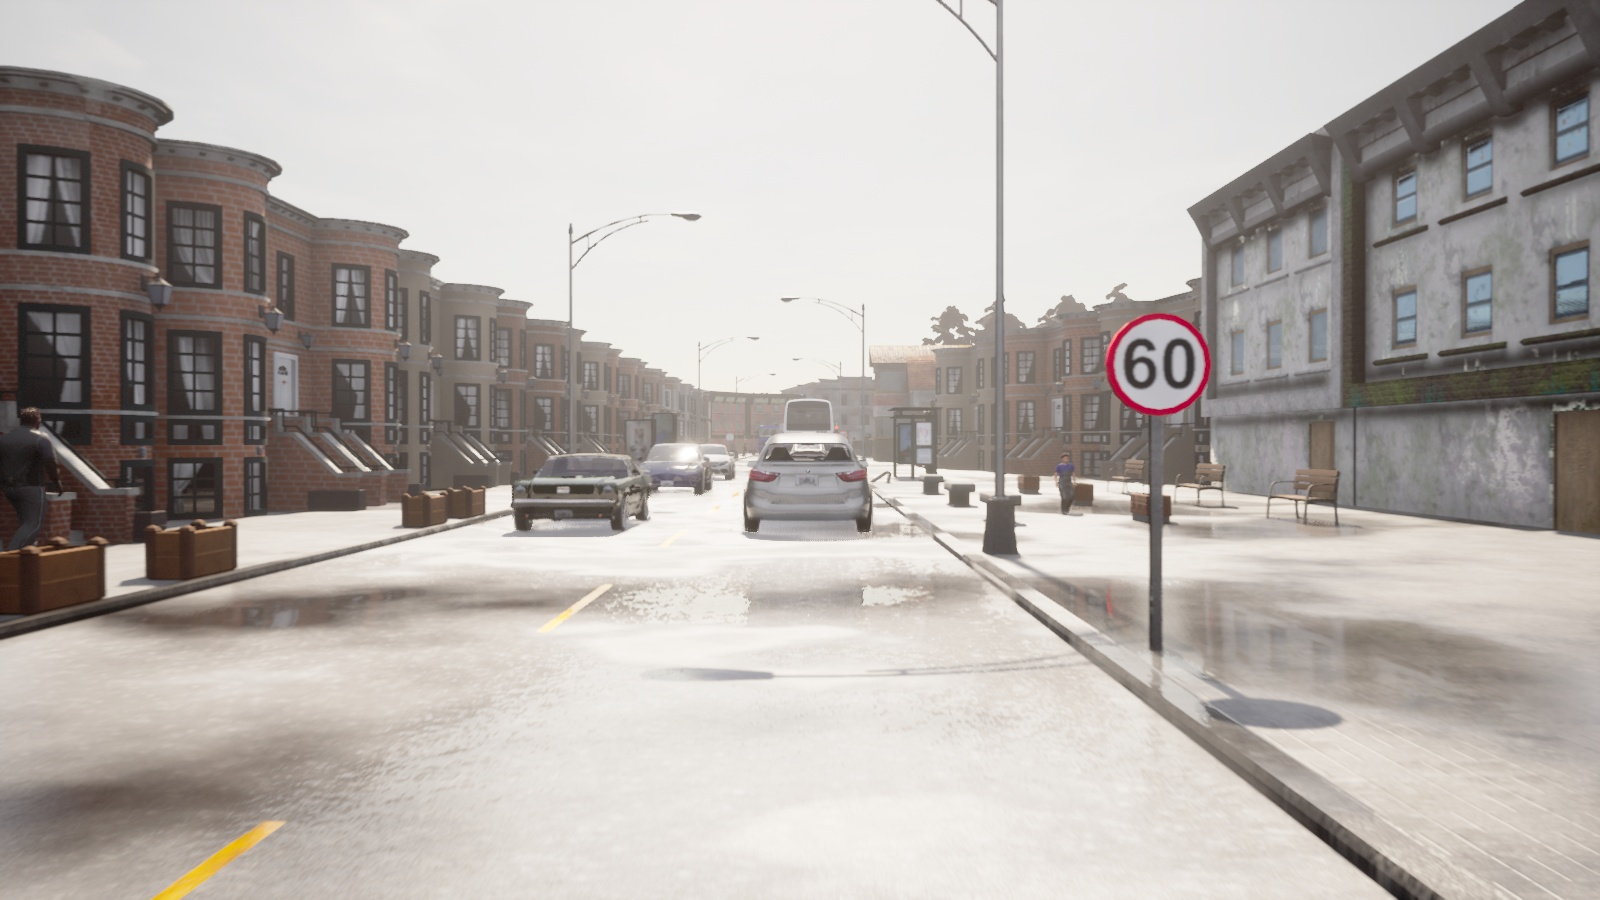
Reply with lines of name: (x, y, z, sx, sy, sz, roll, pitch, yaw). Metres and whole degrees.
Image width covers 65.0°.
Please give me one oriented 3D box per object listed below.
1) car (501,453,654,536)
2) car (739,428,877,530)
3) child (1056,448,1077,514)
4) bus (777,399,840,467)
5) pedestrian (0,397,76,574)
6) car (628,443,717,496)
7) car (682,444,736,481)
car: (-3.859, 0.716, 22.611, 1.895, 1.301, 4.718, 0, 0, 0)
car: (0.143, 0.462, 22.812, 2.242, 1.667, 4.611, 0, 0, 0)
child: (5.207, 0.602, 24.551, 0.270, 1.263, 0.437, 0, 0, -6)
bus: (0.581, -1.100, 83.516, 3.944, 4.253, 10.273, 0, 0, 0)
pedestrian: (-8.506, 0.372, 13.799, 0.563, 1.883, 0.849, 0, 0, 5)
car: (-3.753, 0.530, 37.819, 2.163, 1.488, 4.792, 0, 0, 0)
car: (-3.656, 0.481, 51.187, 1.812, 1.442, 4.674, 0, 0, 0)
